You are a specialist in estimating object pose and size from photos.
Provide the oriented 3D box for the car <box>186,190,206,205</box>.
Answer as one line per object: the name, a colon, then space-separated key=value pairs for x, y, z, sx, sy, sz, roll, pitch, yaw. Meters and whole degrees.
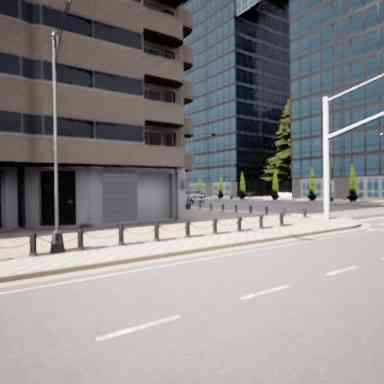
car: x=-0.261 y=0.691 z=47.873 sx=2.150 sy=2.045 sz=5.566 roll=-1 pitch=1 yaw=-35
